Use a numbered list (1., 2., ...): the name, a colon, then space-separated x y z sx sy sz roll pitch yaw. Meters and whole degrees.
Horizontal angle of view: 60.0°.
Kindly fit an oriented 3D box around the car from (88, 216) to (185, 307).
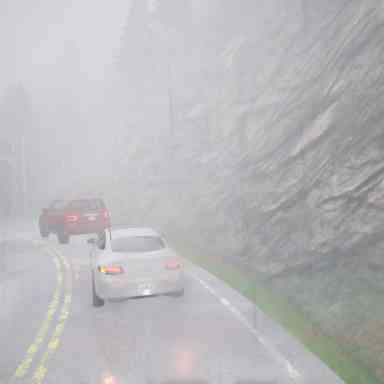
1. car: -1.497 1.530 8.079 1.812 1.442 4.674 -1 0 -17

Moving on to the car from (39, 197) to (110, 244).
1. car: -6.013 1.295 16.710 2.150 2.045 5.566 -3 1 -37
